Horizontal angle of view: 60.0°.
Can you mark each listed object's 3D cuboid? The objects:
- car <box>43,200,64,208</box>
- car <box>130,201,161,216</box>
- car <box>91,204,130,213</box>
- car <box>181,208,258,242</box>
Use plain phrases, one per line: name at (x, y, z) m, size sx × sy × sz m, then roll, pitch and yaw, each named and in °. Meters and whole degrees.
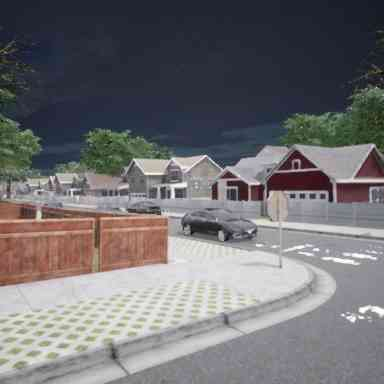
car at (-19.397, 1.852, 46.367) m, size 2.033 × 1.411 × 5.357 m, roll -1°, pitch 1°, yaw -36°
car at (-4.626, 1.647, 30.681) m, size 1.837 × 1.490 × 4.892 m, roll -1°, pitch 1°, yaw -36°
car at (-7.588, 1.770, 29.749) m, size 1.994 × 1.385 × 4.181 m, roll -1°, pitch 1°, yaw -36°
car at (1.288, 1.623, 17.356) m, size 1.837 × 1.490 × 4.892 m, roll -1°, pitch 0°, yaw -35°
